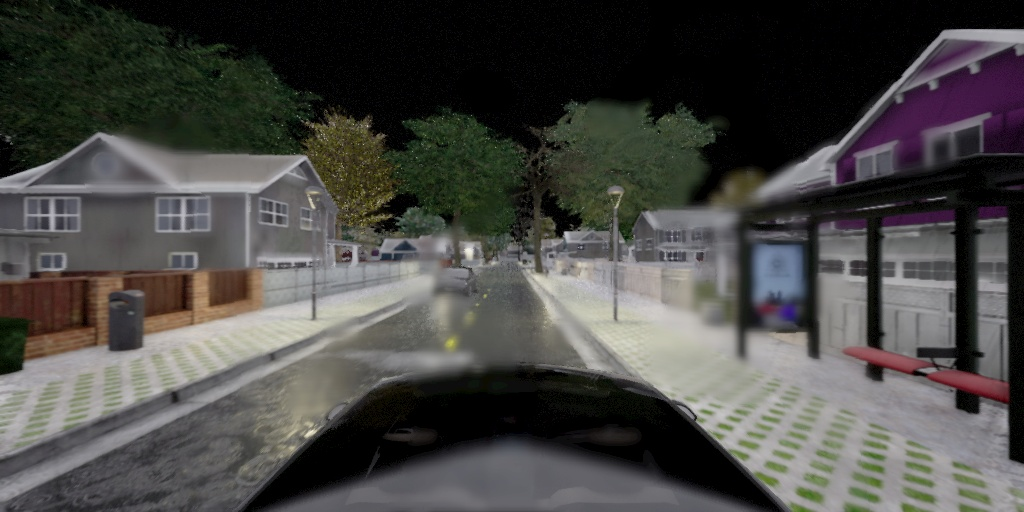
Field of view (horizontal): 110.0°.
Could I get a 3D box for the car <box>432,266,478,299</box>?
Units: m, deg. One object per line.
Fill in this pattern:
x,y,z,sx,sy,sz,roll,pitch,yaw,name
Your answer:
-2.851,1.309,18.692,1.837,1.490,4.892,0,0,0,car
